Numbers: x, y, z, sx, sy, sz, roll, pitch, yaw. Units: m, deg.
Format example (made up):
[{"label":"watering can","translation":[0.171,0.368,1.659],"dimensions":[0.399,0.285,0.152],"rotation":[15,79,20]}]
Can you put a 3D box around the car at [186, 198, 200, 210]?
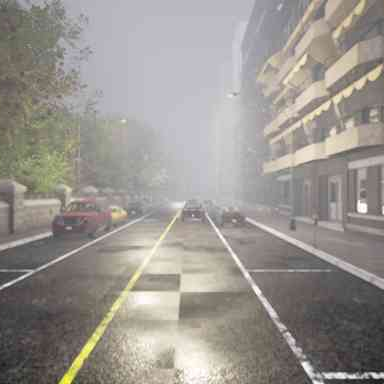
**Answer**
[{"label":"car","translation":[0.099,1.649,46.284],"dimensions":[1.812,1.442,4.674],"rotation":[0,0,0]}]

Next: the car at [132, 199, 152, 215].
[{"label":"car","translation":[-5.689,1.655,34.501],"dimensions":[1.947,1.339,4.313],"rotation":[0,0,0]}]

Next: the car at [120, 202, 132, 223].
[{"label":"car","translation":[-5.688,1.584,23.254],"dimensions":[1.752,1.417,4.829],"rotation":[0,0,0]}]

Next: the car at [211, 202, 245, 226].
[{"label":"car","translation":[2.692,1.610,23.426],"dimensions":[2.008,1.369,4.403],"rotation":[0,0,0]}]

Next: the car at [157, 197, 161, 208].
[{"label":"car","translation":[-5.688,1.703,45.579],"dimensions":[1.802,1.307,4.206],"rotation":[0,0,0]}]

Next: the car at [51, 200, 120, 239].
[{"label":"car","translation":[-5.687,1.359,17.886],"dimensions":[2.192,1.841,5.009],"rotation":[0,0,0]}]

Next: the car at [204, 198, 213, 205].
[{"label":"car","translation":[2.691,1.706,56.658],"dimensions":[2.008,1.369,4.403],"rotation":[0,0,0]}]

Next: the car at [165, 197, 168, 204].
[{"label":"car","translation":[-5.689,1.595,56.657],"dimensions":[1.967,1.590,4.097],"rotation":[0,0,0]}]

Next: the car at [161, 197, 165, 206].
[{"label":"car","translation":[-5.689,1.663,50.947],"dimensions":[1.752,1.417,4.829],"rotation":[0,0,0]}]

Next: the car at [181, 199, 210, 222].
[{"label":"car","translation":[0.099,1.562,27.235],"dimensions":[2.128,1.511,4.902],"rotation":[0,0,0]}]

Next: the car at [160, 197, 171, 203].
[{"label":"car","translation":[-5.818,1.753,73.272],"dimensions":[1.887,1.381,4.507],"rotation":[0,0,0]}]

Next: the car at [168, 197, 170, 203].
[{"label":"car","translation":[-5.767,1.741,67.732],"dimensions":[2.008,1.369,4.403],"rotation":[0,0,0]}]

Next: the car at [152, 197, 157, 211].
[{"label":"car","translation":[-5.688,1.545,40.040],"dimensions":[1.967,1.590,4.097],"rotation":[0,0,0]}]
